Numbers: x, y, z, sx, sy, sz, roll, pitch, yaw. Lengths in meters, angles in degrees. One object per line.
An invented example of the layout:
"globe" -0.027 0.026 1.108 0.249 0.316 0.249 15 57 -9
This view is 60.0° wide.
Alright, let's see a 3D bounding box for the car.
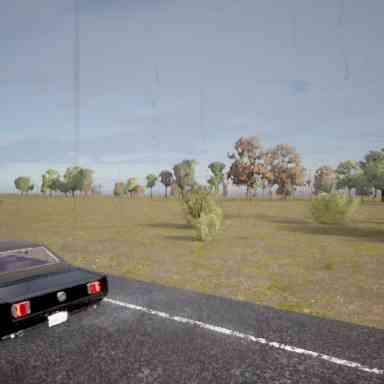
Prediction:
"car" -3.831 1.592 6.185 4.718 1.301 1.895 0 0 34
